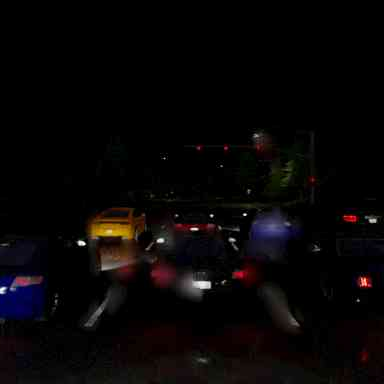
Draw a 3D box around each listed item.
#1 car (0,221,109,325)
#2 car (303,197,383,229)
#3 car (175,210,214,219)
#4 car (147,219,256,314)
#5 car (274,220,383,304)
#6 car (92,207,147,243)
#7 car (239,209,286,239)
[{"bbox_3d":[-3.397,1.564,7.252,1.994,1.385,4.181,0,0,0],"label":"car"},{"bbox_3d":[7.104,1.222,15.747,2.150,2.045,5.566,0,0,0],"label":"car"},{"bbox_3d":[0.104,1.564,16.117,1.994,1.385,4.181,0,0,0],"label":"car"},{"bbox_3d":[0.116,1.564,7.713,1.994,1.385,4.181,0,0,-1],"label":"car"},{"bbox_3d":[3.602,1.601,8.065,1.895,1.301,4.718,0,0,0],"label":"car"},{"bbox_3d":[-3.397,1.478,16.183,1.882,1.535,5.008,0,0,0],"label":"car"},{"bbox_3d":[3.604,1.564,16.822,1.994,1.385,4.181,0,0,0],"label":"car"}]
